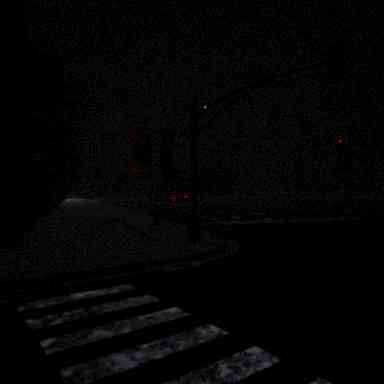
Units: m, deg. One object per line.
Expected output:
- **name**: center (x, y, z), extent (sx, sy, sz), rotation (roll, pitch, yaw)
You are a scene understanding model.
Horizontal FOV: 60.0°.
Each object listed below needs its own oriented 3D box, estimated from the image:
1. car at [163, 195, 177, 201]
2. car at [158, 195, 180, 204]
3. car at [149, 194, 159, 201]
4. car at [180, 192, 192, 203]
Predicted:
- **car**: center (-4.763, 1.309, 72.057), extent (1.895, 1.301, 4.718), rotation (0, 0, -20)
- **car**: center (-4.250, 1.344, 61.165), extent (1.837, 1.490, 4.892), rotation (0, 0, -20)
- **car**: center (-7.807, 1.229, 70.915), extent (1.837, 1.490, 4.892), rotation (0, 0, -20)
- **car**: center (-1.208, 1.046, 62.305), extent (2.150, 2.045, 5.566), rotation (0, 0, -20)
